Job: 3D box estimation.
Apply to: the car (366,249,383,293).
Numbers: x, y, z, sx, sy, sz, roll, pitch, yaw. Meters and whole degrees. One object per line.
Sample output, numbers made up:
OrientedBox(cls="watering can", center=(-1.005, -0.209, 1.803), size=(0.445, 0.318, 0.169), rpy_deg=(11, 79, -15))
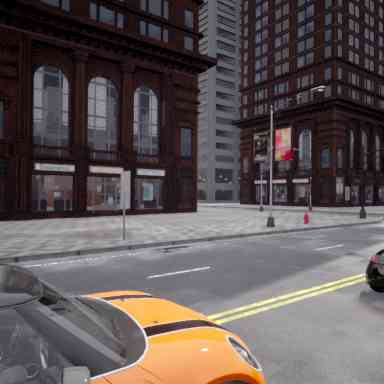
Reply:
OrientedBox(cls="car", center=(5.877, 1.576, 7.654), size=(4.181, 1.385, 1.994), rpy_deg=(0, 0, -35))

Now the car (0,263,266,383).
OrientedBox(cls="car", center=(-1.550, 1.352, 2.334), size=(4.553, 1.767, 2.097), rpy_deg=(0, 0, -36))
